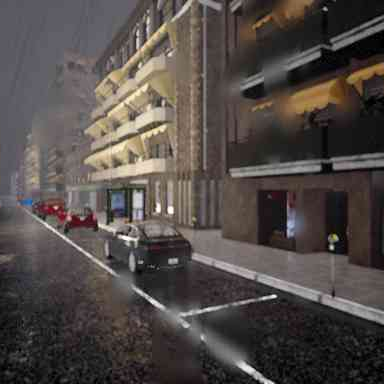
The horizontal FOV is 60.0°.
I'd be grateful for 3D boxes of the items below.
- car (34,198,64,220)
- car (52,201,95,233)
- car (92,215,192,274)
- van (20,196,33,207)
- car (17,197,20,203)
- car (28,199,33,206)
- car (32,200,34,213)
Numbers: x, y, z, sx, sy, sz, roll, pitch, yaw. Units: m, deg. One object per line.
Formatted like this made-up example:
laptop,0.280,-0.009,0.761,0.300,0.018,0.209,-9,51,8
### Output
car,-12.741,1.477,30.334,2.192,1.841,5.009,0,0,-30
car,-7.157,1.548,20.513,1.967,1.590,4.097,0,0,-30
car,-1.573,1.605,10.693,2.008,1.369,4.403,0,0,-30
van,-29.494,1.678,59.795,1.690,1.788,3.998,0,0,-30
car,-32.285,1.933,64.704,1.947,1.339,4.313,0,0,-30
car,-18.325,1.799,40.153,1.802,1.307,4.206,0,0,-30
car,-15.534,1.772,35.243,1.802,1.307,4.206,0,0,-30
